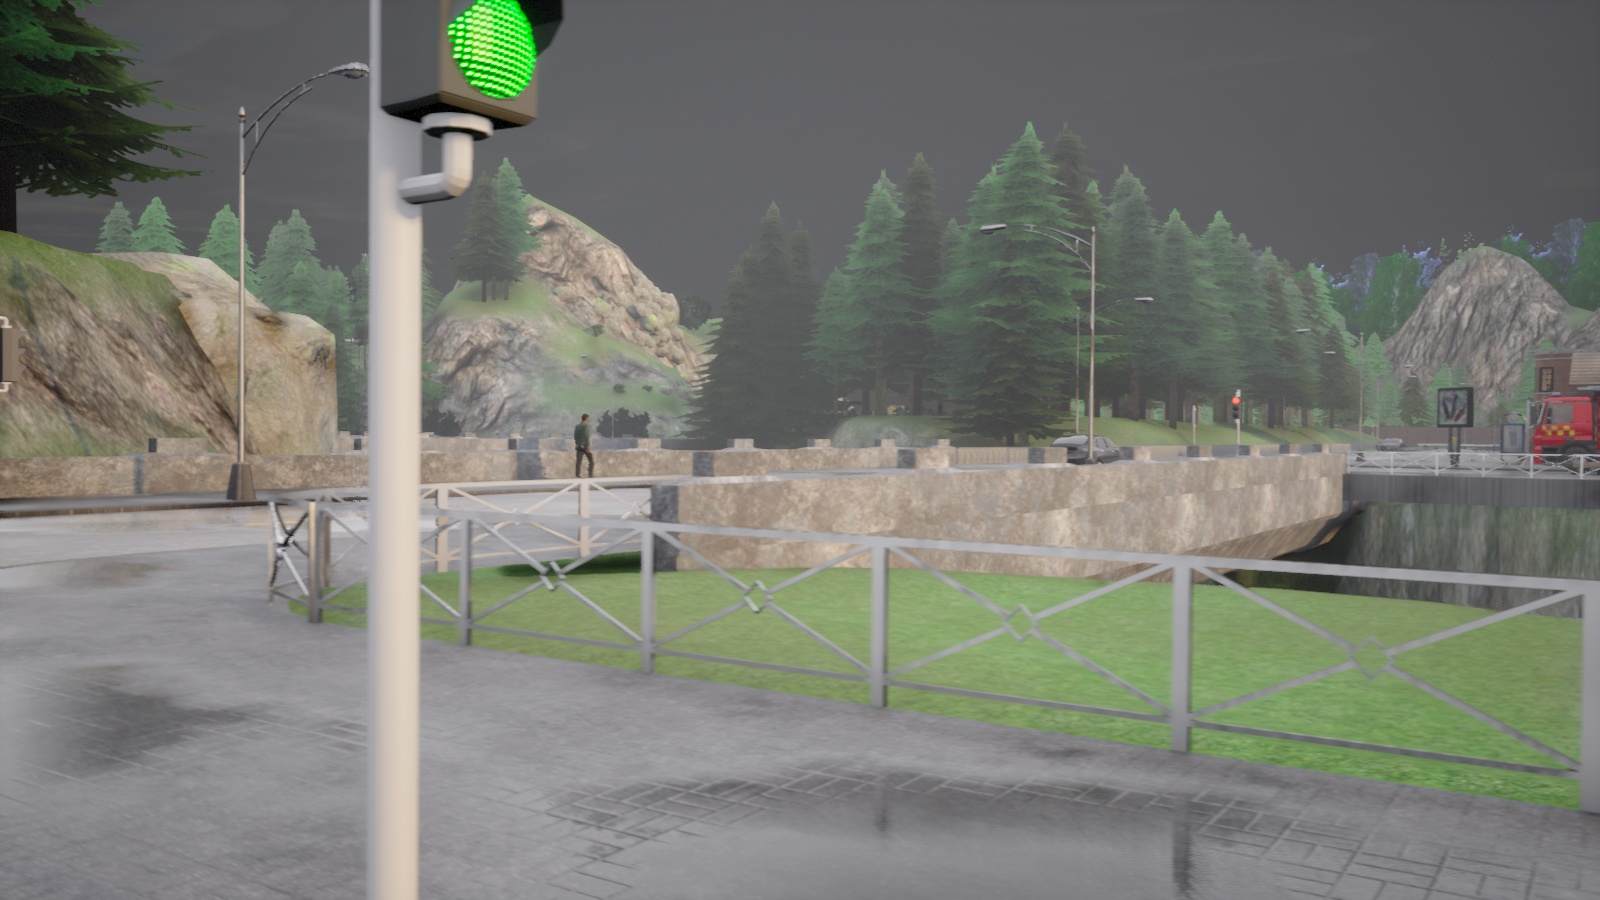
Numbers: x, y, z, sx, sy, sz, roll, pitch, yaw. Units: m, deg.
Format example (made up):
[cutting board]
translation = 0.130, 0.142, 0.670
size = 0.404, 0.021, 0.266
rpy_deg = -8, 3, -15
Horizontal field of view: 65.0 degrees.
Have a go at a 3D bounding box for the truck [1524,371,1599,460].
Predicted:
[truck]
translation = 36.209, -1.500, 54.146
size = 8.468, 3.827, 2.891
rpy_deg = 0, 1, 34

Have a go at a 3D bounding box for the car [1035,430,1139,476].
[car]
translation = 9.865, 0.062, 42.841
size = 1.837, 1.490, 4.892
rpy_deg = 0, 1, 33

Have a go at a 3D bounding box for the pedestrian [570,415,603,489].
[pedestrian]
translation = -5.681, 0.035, 33.492
size = 0.423, 1.949, 0.788
rpy_deg = 0, 1, 34
